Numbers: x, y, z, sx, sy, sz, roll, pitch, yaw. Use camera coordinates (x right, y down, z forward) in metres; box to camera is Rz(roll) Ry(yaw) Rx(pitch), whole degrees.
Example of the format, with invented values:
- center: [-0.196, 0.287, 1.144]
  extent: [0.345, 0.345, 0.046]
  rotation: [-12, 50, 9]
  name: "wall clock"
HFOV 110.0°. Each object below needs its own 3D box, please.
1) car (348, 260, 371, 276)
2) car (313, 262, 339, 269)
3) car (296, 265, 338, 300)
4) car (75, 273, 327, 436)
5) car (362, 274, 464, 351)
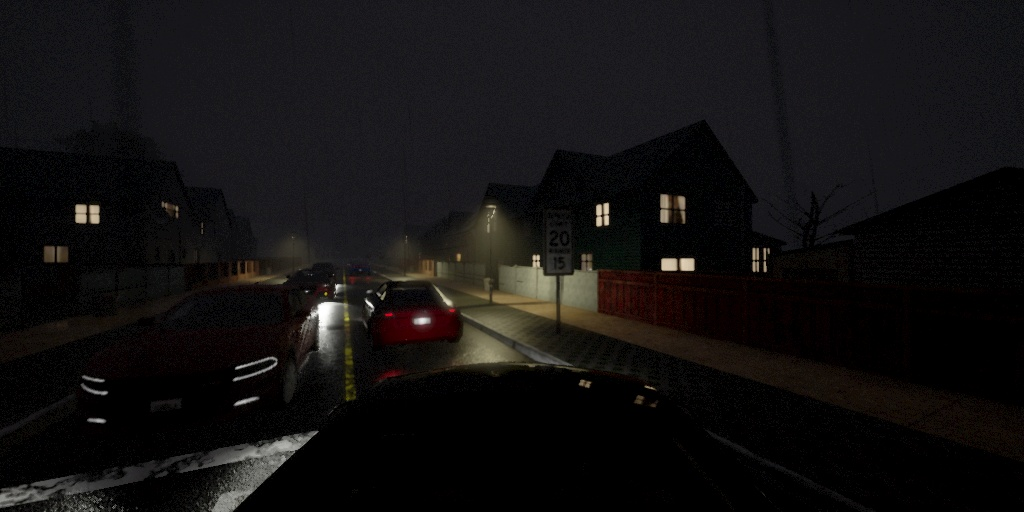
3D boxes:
- center: [-15.575, 1.200, 36.640]
  extent: [1.882, 1.535, 5.008]
  rotation: [0, 0, -25]
  name: "car"
- center: [-14.189, 1.236, 26.920]
  extent: [1.837, 1.490, 4.892]
  rotation: [0, 0, -25]
  name: "car"
- center: [-9.448, 1.304, 16.858]
  extent: [1.994, 1.385, 4.181]
  rotation: [0, 0, -25]
  name: "car"
- center: [-4.416, 1.227, 5.905]
  extent: [1.882, 1.535, 5.008]
  rotation: [0, 0, -22]
  name: "car"
- center: [-2.698, 1.308, 9.198]
  extent: [1.994, 1.385, 4.181]
  rotation: [0, 0, -25]
  name: "car"
